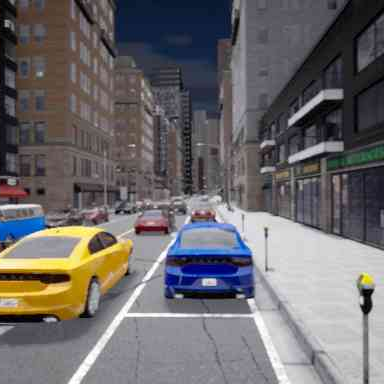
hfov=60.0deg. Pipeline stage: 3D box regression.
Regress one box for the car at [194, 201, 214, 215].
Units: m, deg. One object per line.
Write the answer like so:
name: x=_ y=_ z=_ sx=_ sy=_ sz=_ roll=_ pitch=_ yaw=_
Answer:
car: x=1.318 y=1.676 z=36.378 sx=2.008 sy=1.369 sz=4.403 roll=-1 pitch=0 yaw=2

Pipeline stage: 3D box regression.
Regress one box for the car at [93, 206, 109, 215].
car: x=-7.664 y=1.748 z=25.745 sx=1.802 sy=1.307 sz=4.206 roll=-1 pitch=0 yaw=2

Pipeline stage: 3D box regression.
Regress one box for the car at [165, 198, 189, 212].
car: x=-1.521 y=1.678 z=36.640 sx=1.812 sy=1.442 sz=4.674 roll=-1 pitch=0 yaw=2

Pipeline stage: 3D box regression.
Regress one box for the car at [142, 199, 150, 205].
car: x=-6.966 y=1.807 z=42.234 sx=1.802 sy=1.307 sz=4.206 roll=-1 pitch=0 yaw=2

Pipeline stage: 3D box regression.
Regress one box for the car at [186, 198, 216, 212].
car: x=0.852 y=1.527 z=25.385 sx=1.967 sy=1.590 sz=4.097 roll=-1 pitch=0 yaw=2

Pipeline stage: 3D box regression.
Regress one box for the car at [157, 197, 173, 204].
car: x=-4.034 y=1.825 z=48.354 sx=1.895 sy=1.301 sz=4.718 roll=-1 pitch=0 yaw=2

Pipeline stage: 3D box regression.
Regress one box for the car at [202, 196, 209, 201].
car: x=3.866 y=1.941 z=95.232 sx=2.008 sy=1.369 sz=4.403 roll=-1 pitch=0 yaw=3

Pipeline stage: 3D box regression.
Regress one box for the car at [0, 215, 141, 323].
car: x=-2.663 y=1.530 z=7.517 sx=1.882 sy=1.535 sz=5.008 roll=-1 pitch=0 yaw=2

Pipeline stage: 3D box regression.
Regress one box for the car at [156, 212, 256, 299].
car: x=0.423 y=1.505 z=8.558 sx=1.882 sy=1.535 sz=5.008 roll=-1 pitch=0 yaw=2

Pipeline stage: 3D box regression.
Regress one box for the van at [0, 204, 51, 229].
van: x=-8.133 y=1.470 z=14.753 sx=1.690 sy=1.788 sz=3.998 roll=-1 pitch=0 yaw=2

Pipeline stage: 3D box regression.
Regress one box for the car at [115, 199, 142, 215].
car: x=-7.198 y=1.771 z=36.738 sx=1.947 sy=1.339 sz=4.313 roll=-1 pitch=0 yaw=2

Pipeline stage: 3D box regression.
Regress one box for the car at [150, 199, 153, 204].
car: x=-6.734 y=1.685 z=47.732 sx=1.967 sy=1.590 sz=4.097 roll=-1 pitch=0 yaw=2

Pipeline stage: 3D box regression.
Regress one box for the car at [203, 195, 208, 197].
car: x=3.387 y=1.772 z=84.426 sx=1.967 sy=1.590 sz=4.097 roll=-1 pitch=0 yaw=3

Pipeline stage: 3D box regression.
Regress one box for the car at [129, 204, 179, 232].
car: x=-2.137 y=1.657 z=19.921 sx=1.994 sy=1.385 sz=4.181 roll=-1 pitch=0 yaw=3

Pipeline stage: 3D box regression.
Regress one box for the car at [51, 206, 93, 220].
car: x=-7.897 y=1.714 z=20.249 sx=1.947 sy=1.339 sz=4.313 roll=-1 pitch=0 yaw=2
